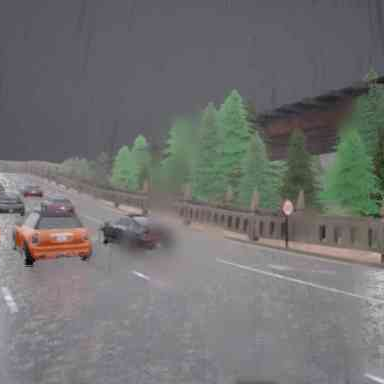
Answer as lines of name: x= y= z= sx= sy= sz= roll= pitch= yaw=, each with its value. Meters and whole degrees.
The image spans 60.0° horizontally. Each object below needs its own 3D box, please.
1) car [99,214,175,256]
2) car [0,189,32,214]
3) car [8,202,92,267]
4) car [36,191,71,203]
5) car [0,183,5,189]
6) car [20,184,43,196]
car: x=-2.555 y=1.718 z=14.577 sx=1.837 sy=1.490 sz=4.892 roll=1 pitch=1 yaw=-34
car: x=-13.518 y=0.888 z=24.395 sx=2.128 sy=1.511 sz=4.902 roll=2 pitch=4 yaw=-34
car: x=-5.403 y=1.490 z=12.548 sx=2.097 sy=1.767 sz=4.553 roll=1 pitch=0 yaw=-34
car: x=-10.822 y=1.008 z=26.658 sx=1.994 sy=1.385 sz=4.181 roll=1 pitch=4 yaw=-34
car: x=-20.385 y=-0.254 z=34.414 sx=2.033 sy=1.411 sz=5.357 roll=1 pitch=5 yaw=-34
car: x=-17.930 y=-0.245 z=37.046 sx=1.994 sy=1.385 sz=4.181 roll=2 pitch=5 yaw=-34
